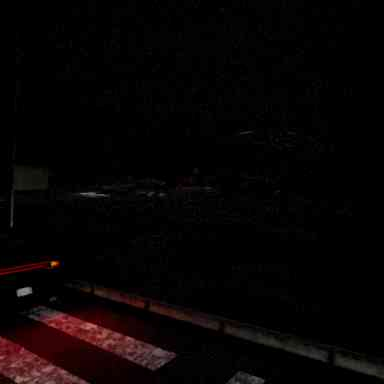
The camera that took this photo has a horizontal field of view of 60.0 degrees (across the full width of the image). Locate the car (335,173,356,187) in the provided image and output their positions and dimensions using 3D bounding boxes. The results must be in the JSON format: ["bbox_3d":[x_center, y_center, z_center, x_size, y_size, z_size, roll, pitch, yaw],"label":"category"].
[{"bbox_3d":[22.410,-1.691,52.074,4.892,1.521,2.231,4,7,32],"label":"car"}]

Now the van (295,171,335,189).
[{"bbox_3d":[17.763,-1.538,48.326,4.442,1.987,1.878,4,7,32],"label":"van"}]

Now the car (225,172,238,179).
[{"bbox_3d":[5.115,-2.447,60.673,5.008,1.535,2.097,2,5,30],"label":"car"}]

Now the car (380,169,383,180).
[{"bbox_3d":[41.162,-3.437,67.008,5.566,2.045,2.435,4,7,31],"label":"car"}]

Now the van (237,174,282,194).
[{"bbox_3d":[8.260,-0.798,41.026,4.442,1.987,1.878,4,7,32],"label":"van"}]

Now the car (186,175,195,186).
[{"bbox_3d":[-1.682,-2.008,55.030,4.553,1.767,2.185,2,6,30],"label":"car"}]

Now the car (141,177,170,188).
[{"bbox_3d":[-6.250,-1.468,51.319,4.674,1.452,2.002,2,5,30],"label":"car"}]

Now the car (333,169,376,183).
[{"bbox_3d":[27.163,-2.316,55.750,5.566,2.045,2.435,4,7,31],"label":"car"}]

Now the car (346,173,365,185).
[{"bbox_3d":[24.795,-1.849,53.920,4.792,1.488,2.163,4,7,32],"label":"car"}]

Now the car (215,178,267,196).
[{"bbox_3d":[5.782,-0.396,39.292,5.008,1.535,2.097,4,7,32],"label":"car"}]

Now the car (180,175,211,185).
[{"bbox_3d":[0.543,-2.043,56.945,4.792,1.488,2.163,2,6,30],"label":"car"}]

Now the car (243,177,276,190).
[{"bbox_3d":[9.672,-1.288,48.182,1.882,1.535,5.008,-4,6,-28],"label":"car"}]

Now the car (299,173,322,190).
[{"bbox_3d":[15.261,-1.262,46.585,4.553,1.767,2.185,4,7,32],"label":"car"}]

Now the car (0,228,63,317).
[{"bbox_3d":[-4.742,1.465,6.935,5.008,1.535,1.882,1,0,36],"label":"car"}]

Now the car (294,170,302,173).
[{"bbox_3d":[21.024,-3.747,73.625,4.892,1.521,2.231,2,6,31],"label":"car"}]

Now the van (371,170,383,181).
[{"bbox_3d":[36.586,-3.043,63.211,4.442,1.987,1.878,4,7,31],"label":"van"}]

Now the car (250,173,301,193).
[{"bbox_3d":[10.508,-1.016,42.917,5.566,2.045,2.435,4,7,32],"label":"car"}]

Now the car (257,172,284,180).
[{"bbox_3d":[16.468,-3.378,69.946,5.008,1.535,2.097,2,5,31],"label":"car"}]

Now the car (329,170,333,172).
[{"bbox_3d":[32.420,-4.635,82.829,5.008,1.535,2.097,2,6,31],"label":"car"}]

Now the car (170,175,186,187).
[{"bbox_3d":[-3.951,-1.666,53.177,4.792,1.488,2.163,2,5,30],"label":"car"}]

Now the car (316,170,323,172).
[{"bbox_3d":[27.855,-4.256,79.169,4.674,1.452,2.002,2,5,31],"label":"car"}]

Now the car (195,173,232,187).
[{"bbox_3d":[3.427,-1.647,52.363,5.008,1.535,1.882,-4,7,-36],"label":"car"}]

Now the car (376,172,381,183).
[{"bbox_3d":[29.493,-2.256,57.661,4.892,1.521,2.231,4,7,31],"label":"car"}]

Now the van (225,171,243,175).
[{"bbox_3d":[7.286,-2.862,62.569,4.442,1.987,1.878,2,6,31],"label":"van"}]

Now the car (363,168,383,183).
[{"bbox_3d":[31.859,-2.695,59.495,5.566,2.045,2.435,4,7,31],"label":"car"}]

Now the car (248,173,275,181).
[{"bbox_3d":[14.225,-3.161,68.077,4.792,1.488,2.163,2,5,31],"label":"car"}]

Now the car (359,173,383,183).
[{"bbox_3d":[33.999,-2.650,61.505,5.366,1.575,1.946,4,7,31],"label":"car"}]

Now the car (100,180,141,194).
[{"bbox_3d":[-9.317,-0.579,42.178,4.674,1.442,1.812,-4,7,-39],"label":"car"}]

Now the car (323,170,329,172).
[{"bbox_3d":[30.154,-4.591,80.966,4.553,1.767,2.185,2,6,31],"label":"car"}]
